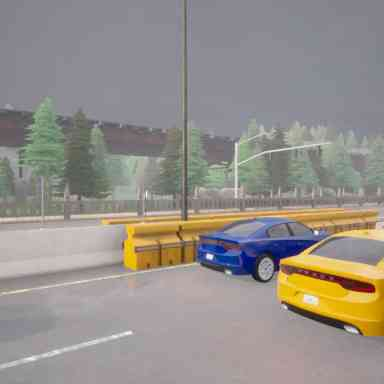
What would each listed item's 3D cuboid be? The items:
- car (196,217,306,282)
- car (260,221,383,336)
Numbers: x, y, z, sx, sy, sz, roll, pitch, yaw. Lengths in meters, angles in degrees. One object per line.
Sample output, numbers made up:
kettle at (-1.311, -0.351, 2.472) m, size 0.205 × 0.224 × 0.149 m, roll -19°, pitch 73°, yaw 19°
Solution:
car at (2.455, 1.478, 9.805) m, size 5.008 × 1.535 × 1.882 m, roll 0°, pitch 0°, yaw -36°
car at (3.816, 1.478, 6.476) m, size 5.008 × 1.535 × 1.882 m, roll 0°, pitch 0°, yaw -35°
